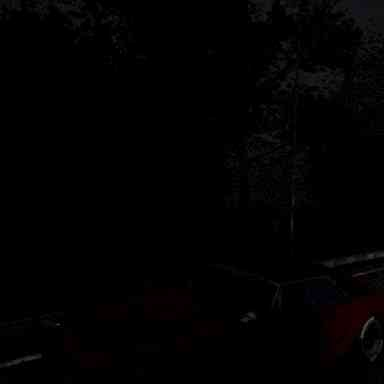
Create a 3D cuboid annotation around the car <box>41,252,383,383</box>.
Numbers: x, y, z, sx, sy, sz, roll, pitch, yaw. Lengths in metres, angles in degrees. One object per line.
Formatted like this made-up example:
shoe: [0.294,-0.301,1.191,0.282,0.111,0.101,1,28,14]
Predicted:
car: [0.693,1.578,4.281,4.718,1.301,1.895,-1,0,-33]
